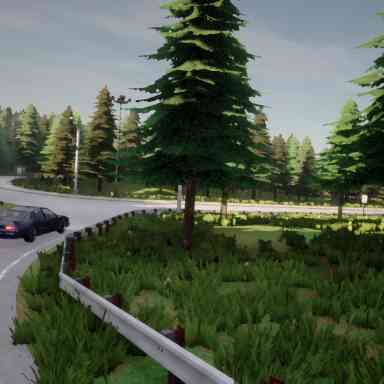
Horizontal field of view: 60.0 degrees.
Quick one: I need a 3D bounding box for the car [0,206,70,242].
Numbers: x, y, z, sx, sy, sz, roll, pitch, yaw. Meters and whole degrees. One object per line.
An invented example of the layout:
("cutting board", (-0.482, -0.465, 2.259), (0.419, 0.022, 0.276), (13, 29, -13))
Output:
("car", (-7.601, 1.372, 15.585), (2.033, 1.411, 5.357), (4, 1, 3))
